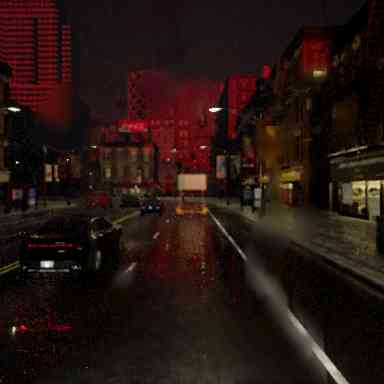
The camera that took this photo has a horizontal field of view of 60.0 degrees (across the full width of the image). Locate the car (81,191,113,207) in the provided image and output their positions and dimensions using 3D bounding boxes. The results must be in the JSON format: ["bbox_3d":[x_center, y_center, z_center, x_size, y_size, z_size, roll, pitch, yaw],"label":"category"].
[{"bbox_3d":[-10.667,0.931,38.473,2.150,2.045,5.566,0,1,-2],"label":"car"}]

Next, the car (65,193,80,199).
[{"bbox_3d":[-29.256,0.901,82.520,4.674,1.452,2.002,0,0,20],"label":"car"}]

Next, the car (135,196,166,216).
[{"bbox_3d":[-3.399,1.324,29.694,2.033,1.411,5.357,0,0,0],"label":"car"}]

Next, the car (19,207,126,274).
[{"bbox_3d":[-3.400,1.427,10.228,1.837,1.490,4.892,0,0,0],"label":"car"}]

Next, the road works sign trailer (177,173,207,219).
[{"bbox_3d":[0.000,0.261,26.978,2.380,3.560,2.880,0,0,0],"label":"road works sign trailer"}]

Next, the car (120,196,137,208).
[{"bbox_3d":[-7.331,1.180,39.609,1.882,1.535,5.008,0,0,-3],"label":"car"}]
